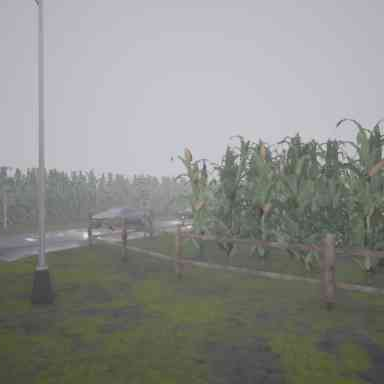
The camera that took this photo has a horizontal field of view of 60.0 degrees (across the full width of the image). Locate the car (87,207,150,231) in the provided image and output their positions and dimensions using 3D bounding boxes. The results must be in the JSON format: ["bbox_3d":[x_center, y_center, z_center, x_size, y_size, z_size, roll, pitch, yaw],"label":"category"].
[{"bbox_3d":[-4.710,1.683,21.822,1.994,1.385,4.181,-1,-1,37],"label":"car"}]

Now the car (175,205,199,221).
[{"bbox_3d":[0.815,1.731,29.347,2.033,1.411,5.357,-1,-1,36],"label":"car"}]
